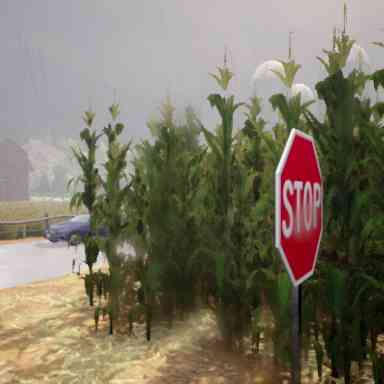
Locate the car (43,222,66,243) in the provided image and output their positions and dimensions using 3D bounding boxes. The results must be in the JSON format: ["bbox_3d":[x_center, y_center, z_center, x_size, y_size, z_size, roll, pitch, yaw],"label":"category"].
[{"bbox_3d":[-5.031,1.723,16.759,1.812,1.442,4.674,0,0,36],"label":"car"}]
